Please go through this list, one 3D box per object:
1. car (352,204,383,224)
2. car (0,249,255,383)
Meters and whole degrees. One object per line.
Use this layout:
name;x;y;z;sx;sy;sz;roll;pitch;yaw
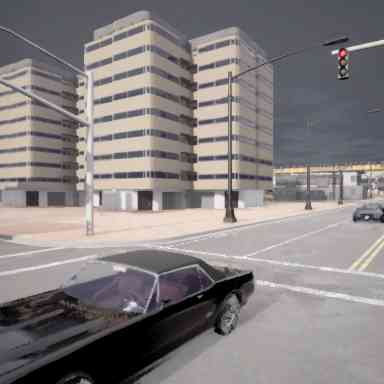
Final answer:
car;13.287;1.568;24.713;1.994;1.385;4.181;0;0;35
car;-0.914;1.602;4.657;1.895;1.301;4.718;0;0;35
